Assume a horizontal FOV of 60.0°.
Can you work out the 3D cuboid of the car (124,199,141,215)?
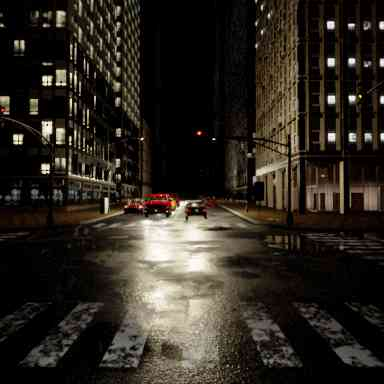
[{"bbox_3d":[-5.640,1.453,33.756,1.967,1.590,4.097,1,0,0],"label":"car"}]

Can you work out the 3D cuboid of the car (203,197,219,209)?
[{"bbox_3d":[2.749,1.599,44.960,1.802,1.307,4.206,1,0,0],"label":"car"}]

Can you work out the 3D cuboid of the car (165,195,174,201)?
[{"bbox_3d":[-5.590,1.578,83.933,1.887,1.381,4.507,1,0,0],"label":"car"}]

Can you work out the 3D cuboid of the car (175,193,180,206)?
[{"bbox_3d":[-3.038,1.241,52.012,2.150,2.045,5.566,0,0,0],"label":"car"}]

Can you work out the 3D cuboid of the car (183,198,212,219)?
[{"bbox_3d":[0.272,1.558,29.415,2.033,1.411,5.357,0,0,-2],"label":"car"}]

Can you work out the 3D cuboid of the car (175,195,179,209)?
[{"bbox_3d":[-3.056,1.493,41.514,1.882,1.535,5.008,0,0,0],"label":"car"}]

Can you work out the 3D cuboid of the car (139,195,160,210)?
[{"bbox_3d":[-5.626,1.332,44.907,2.192,1.841,5.009,1,0,0],"label":"car"}]

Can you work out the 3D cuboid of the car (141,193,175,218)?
[{"bbox_3d":[-3.062,1.233,31.086,2.150,2.045,5.566,0,0,0],"label":"car"}]

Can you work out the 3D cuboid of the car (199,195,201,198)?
[{"bbox_3d":[2.767,1.590,61.693,1.947,1.339,4.313,1,0,0],"label":"car"}]

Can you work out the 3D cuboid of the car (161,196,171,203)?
[{"bbox_3d":[-5.602,1.573,72.782,1.887,1.381,4.507,1,0,0],"label":"car"}]

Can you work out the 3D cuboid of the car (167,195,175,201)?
[{"bbox_3d":[-5.584,1.587,89.508,2.008,1.369,4.403,1,0,0],"label":"car"}]

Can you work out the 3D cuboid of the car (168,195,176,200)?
[{"bbox_3d":[-5.579,1.605,95.083,1.947,1.339,4.313,1,0,0],"label":"car"}]

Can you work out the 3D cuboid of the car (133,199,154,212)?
[{"bbox_3d":[-5.637,1.597,39.332,1.802,1.307,4.206,1,0,0],"label":"car"}]

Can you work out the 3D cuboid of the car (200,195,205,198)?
[{"bbox_3d":[2.762,1.547,56.286,1.752,1.417,4.829,1,0,0],"label":"car"}]
